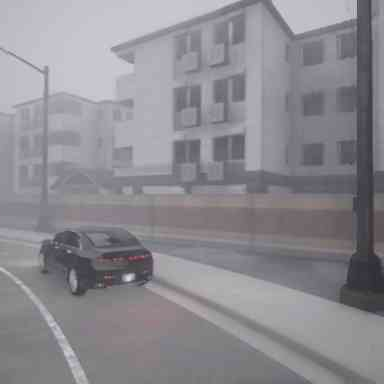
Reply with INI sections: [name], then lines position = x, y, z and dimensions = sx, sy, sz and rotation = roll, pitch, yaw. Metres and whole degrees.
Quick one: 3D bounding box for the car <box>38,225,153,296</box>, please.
[car]
position = -2.894, 1.698, 9.363
dimensions = 1.837, 1.490, 4.892
rotation = 1, -2, -38
